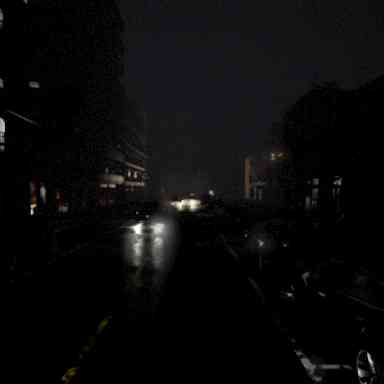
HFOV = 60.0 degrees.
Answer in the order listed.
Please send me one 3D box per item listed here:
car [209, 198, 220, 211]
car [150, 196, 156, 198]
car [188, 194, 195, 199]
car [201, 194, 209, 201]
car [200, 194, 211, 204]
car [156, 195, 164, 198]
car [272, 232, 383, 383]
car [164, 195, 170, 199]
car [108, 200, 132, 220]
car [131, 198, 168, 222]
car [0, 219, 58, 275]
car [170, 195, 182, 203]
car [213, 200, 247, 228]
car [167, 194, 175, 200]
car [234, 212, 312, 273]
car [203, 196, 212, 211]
[{"bbox_3d":[2.665,1.464,27.561,1.752,1.417,4.829,-1,0,0],"label":"car"},{"bbox_3d":[-5.723,1.354,38.770,1.967,1.590,4.097,-1,0,0],"label":"car"},{"bbox_3d":[-0.050,1.187,89.041,2.128,1.511,4.902,0,0,0],"label":"car"},{"bbox_3d":[2.957,1.334,76.857,1.837,1.490,4.892,0,0,0],"label":"car"},{"bbox_3d":[2.650,1.442,55.779,1.947,1.339,4.313,-1,0,0],"label":"car"},{"bbox_3d":[-5.730,1.329,50.125,1.967,1.590,4.097,-1,0,0],"label":"car"},{"bbox_3d":[2.678,1.555,4.681,1.947,1.339,4.313,-1,0,0],"label":"car"},{"bbox_3d":[-5.735,1.303,61.480,1.967,1.590,4.097,-1,0,0],"label":"car"},{"bbox_3d":[-5.715,1.521,27.415,1.802,1.307,4.206,-1,0,0],"label":"car"},{"bbox_3d":[-3.113,1.448,25.469,1.837,1.490,4.892,0,0,0],"label":"car"},{"bbox_3d":[-5.706,1.543,10.383,1.947,1.339,4.313,-1,0,0],"label":"car"},{"bbox_3d":[-3.045,1.328,66.933,1.882,1.535,5.008,0,0,0],"label":"car"},{"bbox_3d":[2.669,1.496,21.713,1.887,1.381,4.507,-1,0,0],"label":"car"},{"bbox_3d":[-5.750,1.343,89.868,1.887,1.381,4.507,-1,0,0],"label":"car"},{"bbox_3d":[2.675,1.527,10.359,2.008,1.369,4.403,-1,0,0],"label":"car"},{"bbox_3d":[2.659,1.479,38.746,1.947,1.339,4.313,-1,0,0],"label":"car"}]
